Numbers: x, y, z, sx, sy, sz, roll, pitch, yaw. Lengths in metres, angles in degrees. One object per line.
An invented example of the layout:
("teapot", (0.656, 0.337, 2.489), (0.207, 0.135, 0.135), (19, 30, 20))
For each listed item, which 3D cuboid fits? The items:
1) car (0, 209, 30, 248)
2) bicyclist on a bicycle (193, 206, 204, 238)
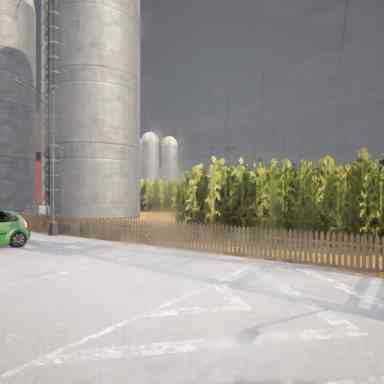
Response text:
("car", (-8.503, 1.483, 12.789), (1.851, 1.617, 3.988), (0, 0, 34))
("bicyclist on a bicycle", (0.559, 1.515, 15.964), (1.656, 1.620, 0.582), (5, 4, 42))
